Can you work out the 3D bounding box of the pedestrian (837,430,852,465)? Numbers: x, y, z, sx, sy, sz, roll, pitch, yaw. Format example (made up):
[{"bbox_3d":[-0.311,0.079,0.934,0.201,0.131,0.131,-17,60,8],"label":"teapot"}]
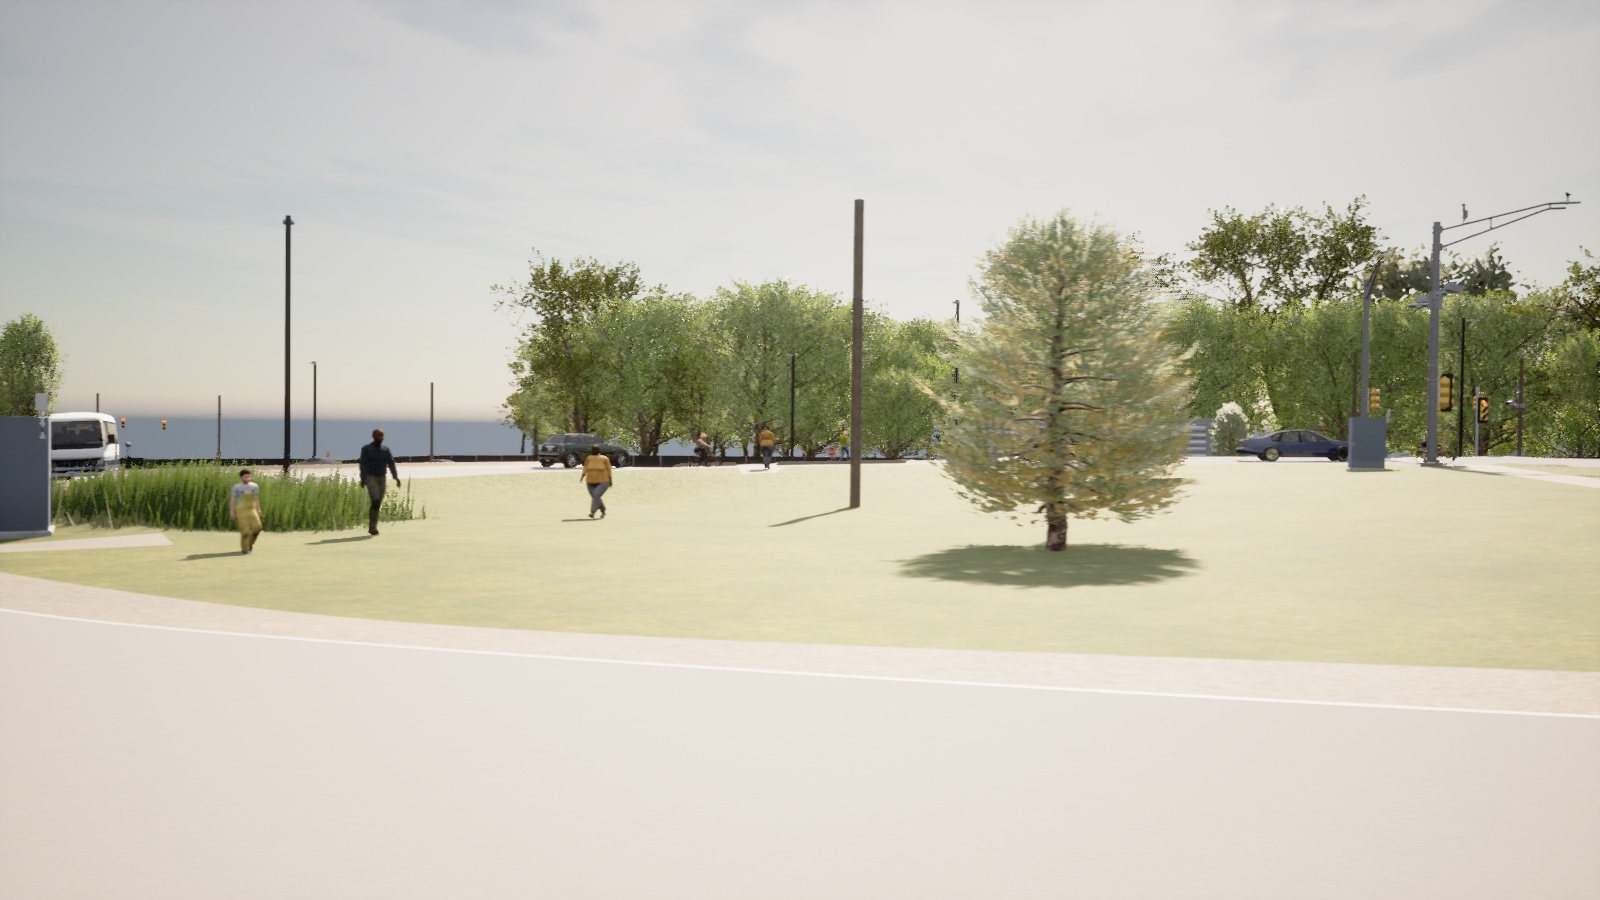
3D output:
[{"bbox_3d":[2.364,-0.153,66.525,0.354,1.836,0.706,2,2,43],"label":"pedestrian"}]

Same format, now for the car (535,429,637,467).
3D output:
[{"bbox_3d":[-10.403,-0.079,61.247,2.097,1.767,4.553,2,1,43],"label":"car"}]

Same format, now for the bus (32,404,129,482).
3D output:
[{"bbox_3d":[-43.483,-0.447,76.255,3.944,4.253,10.273,-3,1,-24],"label":"bus"}]

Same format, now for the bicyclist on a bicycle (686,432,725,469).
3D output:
[{"bbox_3d":[-4.144,0.036,55.286,1.509,1.612,0.866,0,-2,14],"label":"bicyclist on a bicycle"}]

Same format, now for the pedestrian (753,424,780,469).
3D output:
[{"bbox_3d":[-1.396,-0.161,52.809,0.874,1.855,0.900,2,1,16],"label":"pedestrian"}]

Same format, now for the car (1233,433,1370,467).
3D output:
[{"bbox_3d":[22.243,-0.029,55.919,5.357,1.411,2.033,1,1,10],"label":"car"}]

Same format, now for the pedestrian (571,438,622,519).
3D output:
[{"bbox_3d":[-4.818,0.656,29.779,0.874,1.855,0.900,2,1,17],"label":"pedestrian"}]

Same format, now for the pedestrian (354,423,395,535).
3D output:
[{"bbox_3d":[-7.167,0.479,21.138,0.370,1.835,0.726,0,2,-43],"label":"pedestrian"}]

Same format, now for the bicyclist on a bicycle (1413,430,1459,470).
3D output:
[{"bbox_3d":[26.193,-0.023,51.726,1.509,1.612,0.866,1,1,14],"label":"bicyclist on a bicycle"}]

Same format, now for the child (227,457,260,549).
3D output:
[{"bbox_3d":[-7.884,0.742,17.787,0.270,1.263,0.437,0,2,-44],"label":"child"}]
